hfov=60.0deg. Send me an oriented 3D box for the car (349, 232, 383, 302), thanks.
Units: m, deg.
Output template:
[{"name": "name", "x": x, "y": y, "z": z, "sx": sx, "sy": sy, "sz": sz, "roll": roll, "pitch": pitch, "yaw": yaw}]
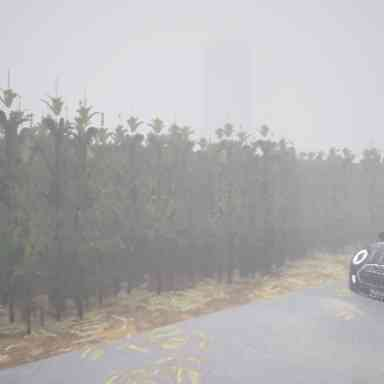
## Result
[{"name": "car", "x": 5.524, "y": 1.354, "z": 7.443, "sx": 4.553, "sy": 1.767, "sz": 2.097, "roll": 0, "pitch": 0, "yaw": -35}]
